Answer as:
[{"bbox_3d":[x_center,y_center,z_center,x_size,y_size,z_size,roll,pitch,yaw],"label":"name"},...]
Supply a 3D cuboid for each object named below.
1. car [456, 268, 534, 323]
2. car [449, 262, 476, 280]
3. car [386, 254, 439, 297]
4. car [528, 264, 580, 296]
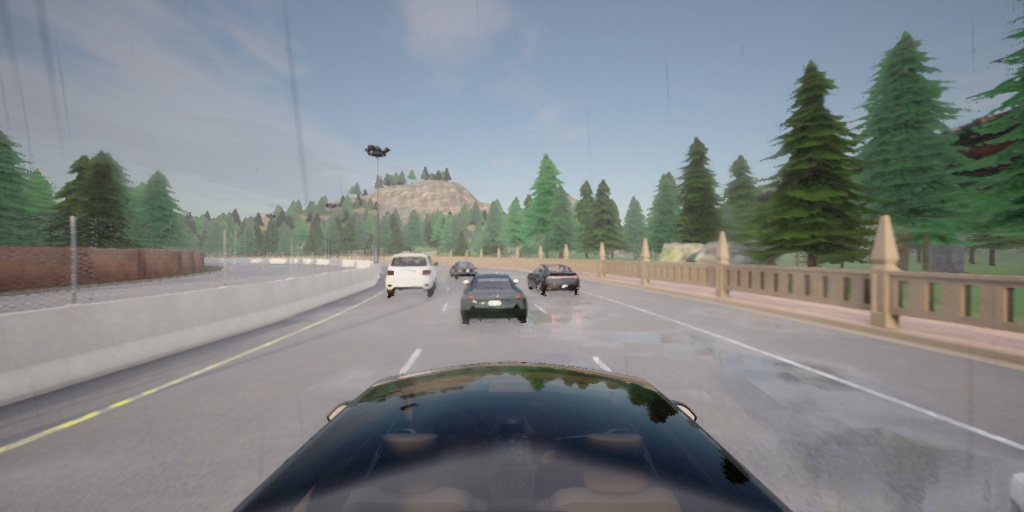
[{"bbox_3d":[-0.666,1.265,11.942,1.994,1.385,4.181,0,0,-6],"label":"car"},{"bbox_3d":[-4.076,1.170,29.882,2.033,1.411,5.357,0,0,-16],"label":"car"},{"bbox_3d":[-5.068,0.904,18.575,2.150,2.045,5.566,0,0,-10],"label":"car"},{"bbox_3d":[1.997,1.150,18.489,2.128,1.511,4.902,0,0,-9],"label":"car"}]
